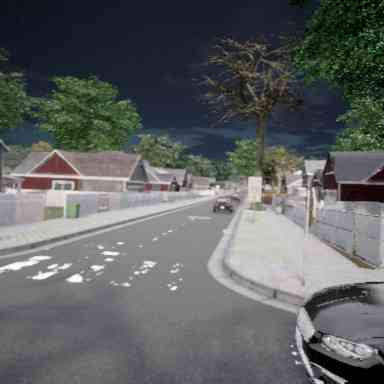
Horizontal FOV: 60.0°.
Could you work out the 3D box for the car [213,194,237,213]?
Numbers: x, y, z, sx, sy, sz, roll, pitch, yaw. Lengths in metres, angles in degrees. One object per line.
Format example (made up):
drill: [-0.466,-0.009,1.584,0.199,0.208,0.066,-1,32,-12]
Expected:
car: [3.209,1.254,33.123,1.812,1.442,4.674,3,1,10]

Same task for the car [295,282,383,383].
car: [3.674,1.515,3.487,4.902,1.511,2.128,2,1,9]

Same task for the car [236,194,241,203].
car: [7.751,1.093,59.399,1.812,1.442,4.674,3,1,10]
